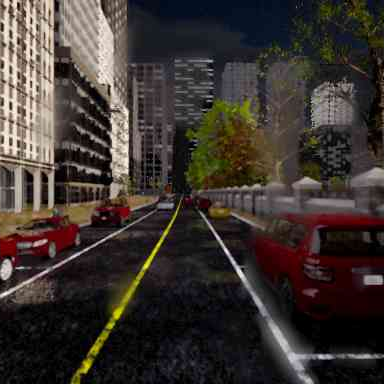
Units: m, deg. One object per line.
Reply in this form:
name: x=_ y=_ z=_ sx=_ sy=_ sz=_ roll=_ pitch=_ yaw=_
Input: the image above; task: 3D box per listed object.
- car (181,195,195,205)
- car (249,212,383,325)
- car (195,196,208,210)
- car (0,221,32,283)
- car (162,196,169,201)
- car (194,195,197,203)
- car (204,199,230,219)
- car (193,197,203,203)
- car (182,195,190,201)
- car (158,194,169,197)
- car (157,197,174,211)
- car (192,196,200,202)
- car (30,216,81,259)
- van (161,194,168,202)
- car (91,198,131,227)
car: x=-0.958 y=1.472 z=61.605 sx=2.097 sy=1.767 sz=4.553 roll=0 pitch=0 yaw=-1
car: x=2.549 y=1.331 z=7.085 sx=2.192 sy=1.841 sz=5.009 roll=0 pitch=0 yaw=0
car: x=1.712 y=1.568 z=43.826 sx=1.882 sy=1.535 sz=5.008 roll=0 pitch=0 yaw=-1
car: x=-5.476 y=1.562 z=7.027 sx=1.887 sy=1.381 sz=4.507 roll=0 pitch=0 yaw=0
car: x=-7.145 y=1.743 z=90.180 sx=1.802 sy=1.307 sz=4.206 roll=0 pitch=0 yaw=-1
car: x=1.714 y=1.694 z=57.010 sx=1.802 sy=1.307 sz=4.206 roll=0 pitch=0 yaw=-1
car: x=2.323 y=1.589 z=29.444 sx=1.752 sy=1.417 sz=4.829 roll=0 pitch=0 yaw=-1
car: x=1.297 y=1.704 z=73.654 sx=1.947 sy=1.339 sz=4.313 roll=0 pitch=0 yaw=-1
car: x=-1.526 y=1.498 z=84.029 sx=1.837 sy=1.490 sz=4.892 roll=0 pitch=0 yaw=-1
car: x=-6.868 y=1.462 z=79.102 sx=2.192 sy=1.841 sz=5.009 roll=0 pitch=0 yaw=-1
car: x=-3.334 y=1.689 z=42.176 sx=1.895 sy=1.301 sz=4.718 roll=0 pitch=0 yaw=-1
car: x=1.018 y=1.735 z=84.750 sx=1.802 sy=1.307 sz=4.206 roll=0 pitch=0 yaw=-1
car: x=-5.509 y=1.612 z=12.576 sx=1.802 sy=1.307 sz=4.206 roll=0 pitch=0 yaw=0
van: x=-7.006 y=1.495 z=84.641 sx=1.690 sy=1.788 sz=3.998 roll=0 pitch=0 yaw=-1
car: x=-5.619 y=1.369 z=23.671 sx=2.192 sy=1.841 sz=5.009 roll=0 pitch=0 yaw=-1
